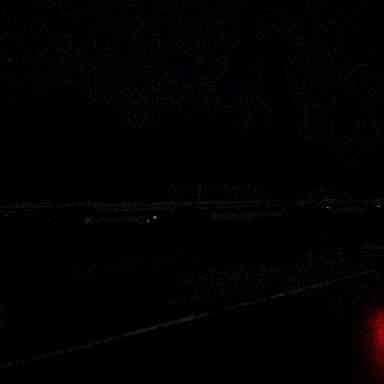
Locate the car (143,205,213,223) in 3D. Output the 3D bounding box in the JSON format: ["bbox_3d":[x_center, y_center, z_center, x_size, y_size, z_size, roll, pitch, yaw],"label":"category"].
[{"bbox_3d":[-0.926,1.660,24.840,5.357,1.411,2.033,0,0,-37],"label":"car"}]

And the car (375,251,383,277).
[{"bbox_3d":[6.794,1.692,8.600,4.718,1.301,1.895,1,0,-36],"label":"car"}]

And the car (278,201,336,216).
[{"bbox_3d":[7.790,1.631,22.457,4.902,1.511,2.128,0,0,-36],"label":"car"}]

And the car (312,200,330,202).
[{"bbox_3d":[15.541,1.680,40.879,4.902,1.511,2.128,0,0,-35],"label":"car"}]

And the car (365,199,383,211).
[{"bbox_3d":[24.233,1.676,42.778,5.008,1.535,1.882,0,0,-35],"label":"car"}]

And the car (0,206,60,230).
[{"bbox_3d":[-8.856,1.505,14.872,4.902,1.511,2.128,1,0,-36],"label":"car"}]

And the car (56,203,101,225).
[{"bbox_3d":[-8.860,1.551,23.235,4.902,1.511,2.128,0,0,-37],"label":"car"}]
